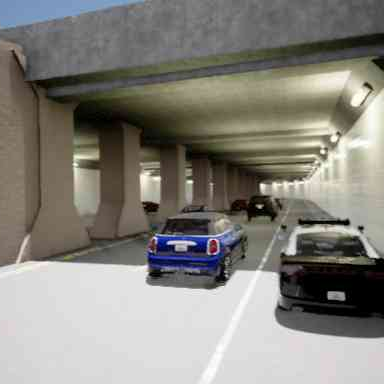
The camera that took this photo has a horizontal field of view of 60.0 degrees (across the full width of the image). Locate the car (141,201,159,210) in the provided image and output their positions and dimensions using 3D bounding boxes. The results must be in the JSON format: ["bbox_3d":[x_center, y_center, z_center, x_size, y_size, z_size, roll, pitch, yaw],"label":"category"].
[{"bbox_3d":[-5.520,1.805,38.451,1.882,1.535,5.008,-1,-1,18],"label":"car"}]

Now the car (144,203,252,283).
[{"bbox_3d":[0.379,1.404,10.209,2.097,1.767,4.553,-1,0,17],"label":"car"}]

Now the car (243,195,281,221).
[{"bbox_3d":[6.016,1.270,28.120,2.150,2.045,5.566,-1,0,17],"label":"car"}]

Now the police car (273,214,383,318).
[{"bbox_3d":[3.016,1.412,7.649,1.930,1.638,5.238,-1,0,17],"label":"police car"}]

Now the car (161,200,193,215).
[{"bbox_3d":[-1.665,1.758,38.995,2.128,1.511,4.902,-1,0,17],"label":"car"}]

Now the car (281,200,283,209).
[{"bbox_3d":[11.352,1.572,45.422,1.812,1.442,4.674,-1,0,17],"label":"car"}]

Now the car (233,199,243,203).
[{"bbox_3d":[5.883,1.593,39.331,1.882,1.535,5.008,-1,0,17],"label":"car"}]
